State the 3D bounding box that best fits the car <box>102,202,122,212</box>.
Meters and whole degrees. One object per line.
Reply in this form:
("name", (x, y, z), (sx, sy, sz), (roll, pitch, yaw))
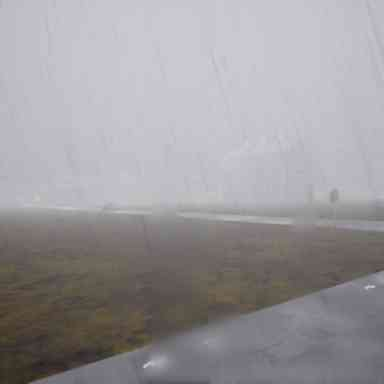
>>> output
("car", (-13.044, 2.369, 53.846), (2.128, 1.511, 4.902), (0, -1, -35))
